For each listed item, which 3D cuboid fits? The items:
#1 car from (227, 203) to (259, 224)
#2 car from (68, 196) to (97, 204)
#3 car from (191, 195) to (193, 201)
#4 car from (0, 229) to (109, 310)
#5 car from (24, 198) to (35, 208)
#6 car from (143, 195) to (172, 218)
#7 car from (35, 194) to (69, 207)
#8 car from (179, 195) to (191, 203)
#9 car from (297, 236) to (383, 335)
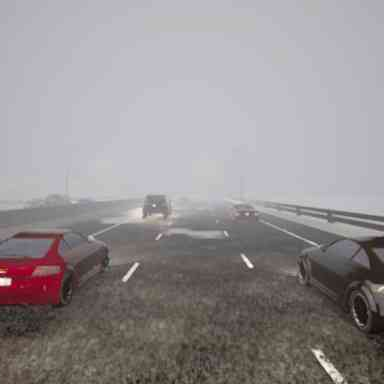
[{"bbox_3d":[3.807,1.566,25.270,2.033,1.411,5.357,0,0,1],"label":"car"},{"bbox_3d":[-13.539,1.510,42.204,1.882,1.535,5.008,0,0,2],"label":"car"},{"bbox_3d":[-1.312,1.690,85.858,1.812,1.442,4.674,0,0,3],"label":"car"},{"bbox_3d":[-3.368,1.564,7.912,1.994,1.385,4.181,0,0,0],"label":"car"},{"bbox_3d":[-20.472,1.525,44.391,2.128,1.511,4.902,0,0,2],"label":"car"},{"bbox_3d":[-3.107,1.242,30.423,2.150,2.045,5.566,0,0,1],"label":"car"},{"bbox_3d":[-17.053,1.248,41.840,2.150,2.045,5.566,0,0,2],"label":"car"},{"bbox_3d":[-1.829,1.631,74.903,1.837,1.490,4.892,0,0,3],"label":"car"},{"bbox_3d":[3.626,1.566,6.706,1.994,1.385,4.181,0,0,0],"label":"car"}]
